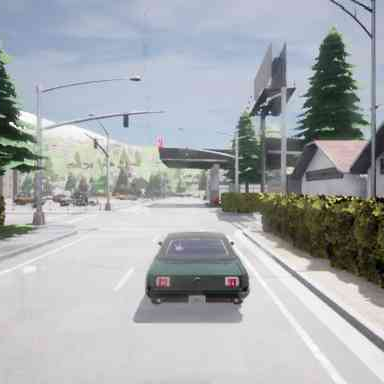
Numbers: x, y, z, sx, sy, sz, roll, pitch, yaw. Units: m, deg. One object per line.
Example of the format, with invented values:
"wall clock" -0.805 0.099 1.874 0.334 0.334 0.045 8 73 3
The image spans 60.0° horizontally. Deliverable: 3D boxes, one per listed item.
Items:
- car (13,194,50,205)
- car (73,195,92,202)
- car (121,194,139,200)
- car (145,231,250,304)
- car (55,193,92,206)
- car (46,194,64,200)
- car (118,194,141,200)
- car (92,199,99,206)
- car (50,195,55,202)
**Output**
"car" -24.618 1.096 50.493 4.605 1.855 1.932 0 0 0
"car" -23.978 1.317 72.945 3.633 1.501 1.845 0 0 0
"car" -16.432 1.337 87.966 4.514 1.523 2.007 0 0 0
"car" 0.102 1.601 8.066 1.895 1.301 4.718 0 0 0
"car" -16.734 1.076 47.246 3.866 1.878 1.905 0 0 0
"car" -35.030 1.382 84.883 3.806 1.475 1.970 0 0 0
"car" -16.364 1.328 84.830 5.027 1.636 2.152 0 0 0
"car" -16.139 1.359 50.573 3.806 1.475 1.970 0 0 0
"car" -23.970 1.296 62.953 4.514 1.523 2.007 0 0 0
